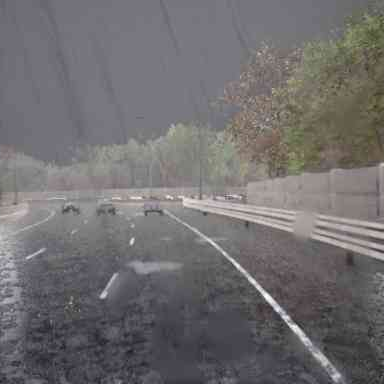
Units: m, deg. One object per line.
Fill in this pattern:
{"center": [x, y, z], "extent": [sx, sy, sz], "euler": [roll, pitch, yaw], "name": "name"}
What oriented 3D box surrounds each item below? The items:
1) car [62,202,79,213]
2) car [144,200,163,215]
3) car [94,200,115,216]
{"center": [-14.826, 1.847, 40.475], "extent": [1.895, 1.301, 4.718], "euler": [-1, 0, -22], "name": "car"}
{"center": [-4.064, 1.583, 34.677], "extent": [2.033, 1.411, 5.357], "euler": [-1, 0, -9], "name": "car"}
{"center": [-9.283, 1.632, 35.368], "extent": [2.128, 1.511, 4.902], "euler": [-1, 0, -19], "name": "car"}
